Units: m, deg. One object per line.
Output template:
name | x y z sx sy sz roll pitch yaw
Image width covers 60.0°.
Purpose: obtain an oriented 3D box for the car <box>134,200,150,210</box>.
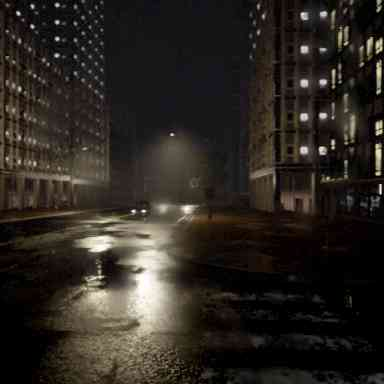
car | -7.979 2.043 53.554 1.882 1.535 5.008 0 -1 3
